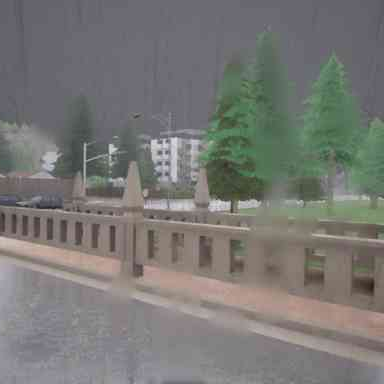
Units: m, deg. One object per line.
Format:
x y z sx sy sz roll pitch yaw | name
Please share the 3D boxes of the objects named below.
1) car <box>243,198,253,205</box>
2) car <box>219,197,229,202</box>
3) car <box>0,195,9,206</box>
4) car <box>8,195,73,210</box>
9.151 1.135 49.770 2.128 1.511 4.902 1 1 38 | car
6.254 1.179 51.747 1.895 1.301 4.718 1 1 38 | car
-17.842 0.973 31.726 2.033 1.411 5.357 1 1 37 | car
-13.787 1.041 31.267 2.033 1.411 5.357 1 1 38 | car
